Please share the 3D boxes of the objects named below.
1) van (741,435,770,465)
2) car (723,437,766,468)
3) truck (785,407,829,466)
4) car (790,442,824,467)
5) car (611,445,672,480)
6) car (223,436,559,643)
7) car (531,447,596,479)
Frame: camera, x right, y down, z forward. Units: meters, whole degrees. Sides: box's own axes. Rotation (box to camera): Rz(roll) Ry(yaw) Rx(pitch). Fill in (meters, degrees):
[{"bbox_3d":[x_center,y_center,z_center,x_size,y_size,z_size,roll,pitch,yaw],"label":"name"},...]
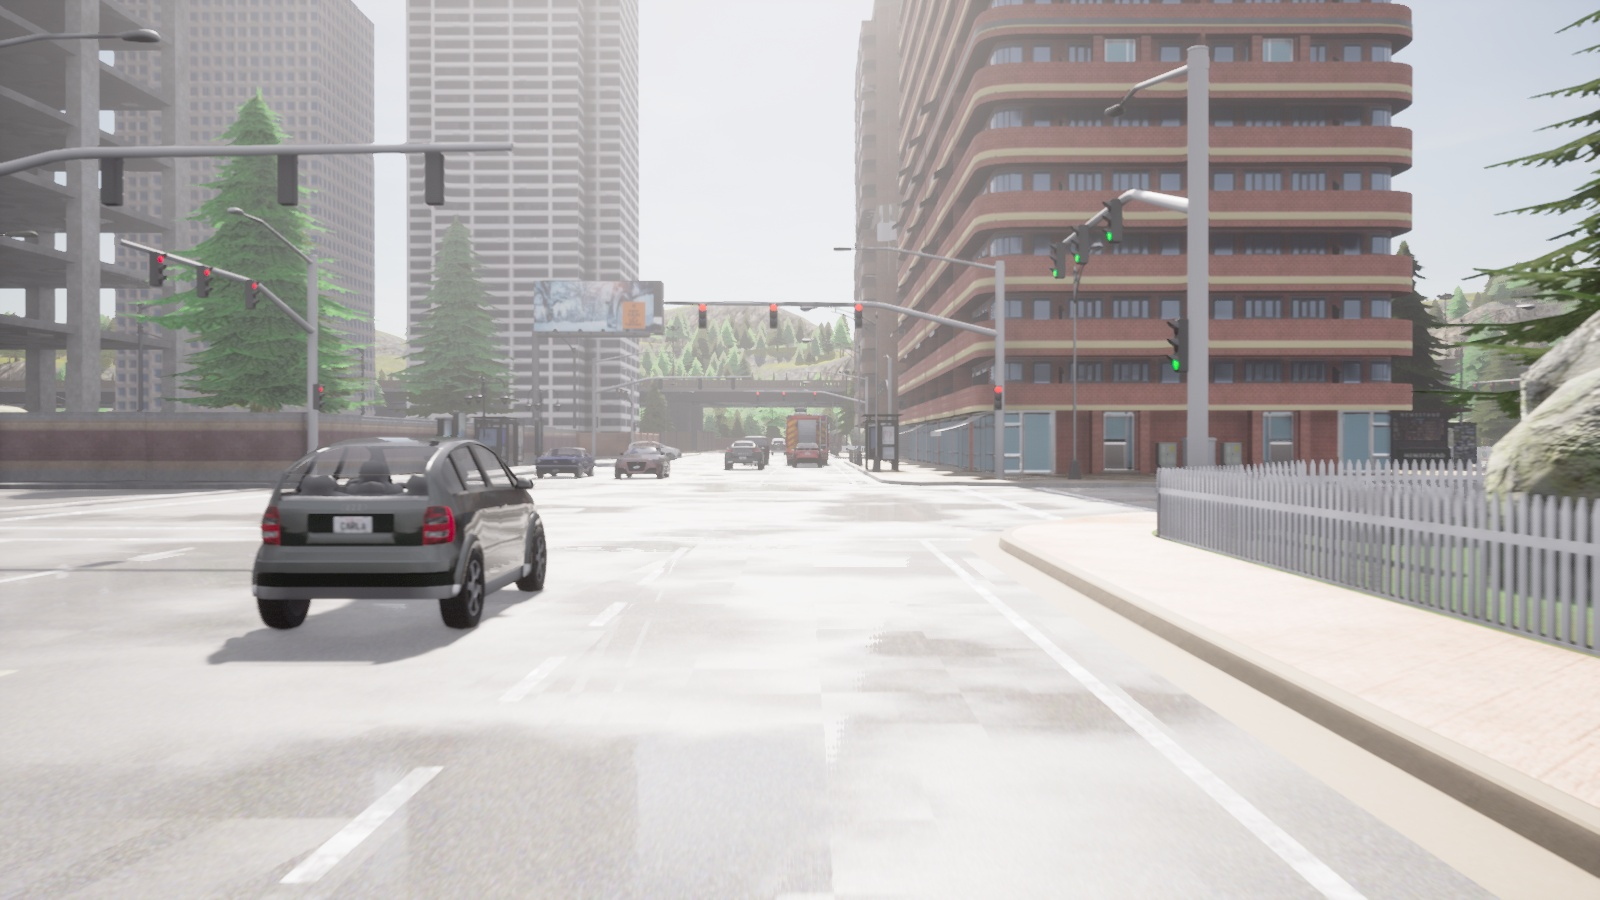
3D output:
[{"bbox_3d":[-3.004,0.013,85.842,1.775,1.987,4.442,0,0,0],"label":"van"},{"bbox_3d":[-3.090,0.126,70.463,2.152,1.651,5.027,0,0,0],"label":"car"},{"bbox_3d":[0.503,-0.907,86.897,2.891,3.827,8.468,0,0,0],"label":"truck"},{"bbox_3d":[0.446,0.260,76.888,2.007,1.525,4.514,0,0,0],"label":"car"},{"bbox_3d":[-6.679,0.504,53.407,1.994,1.385,4.181,0,0,1],"label":"car"},{"bbox_3d":[-3.421,0.659,11.266,1.789,1.549,3.705,0,0,0],"label":"car"},{"bbox_3d":[-10.179,0.532,54.452,1.895,1.301,4.718,0,0,0],"label":"car"}]
